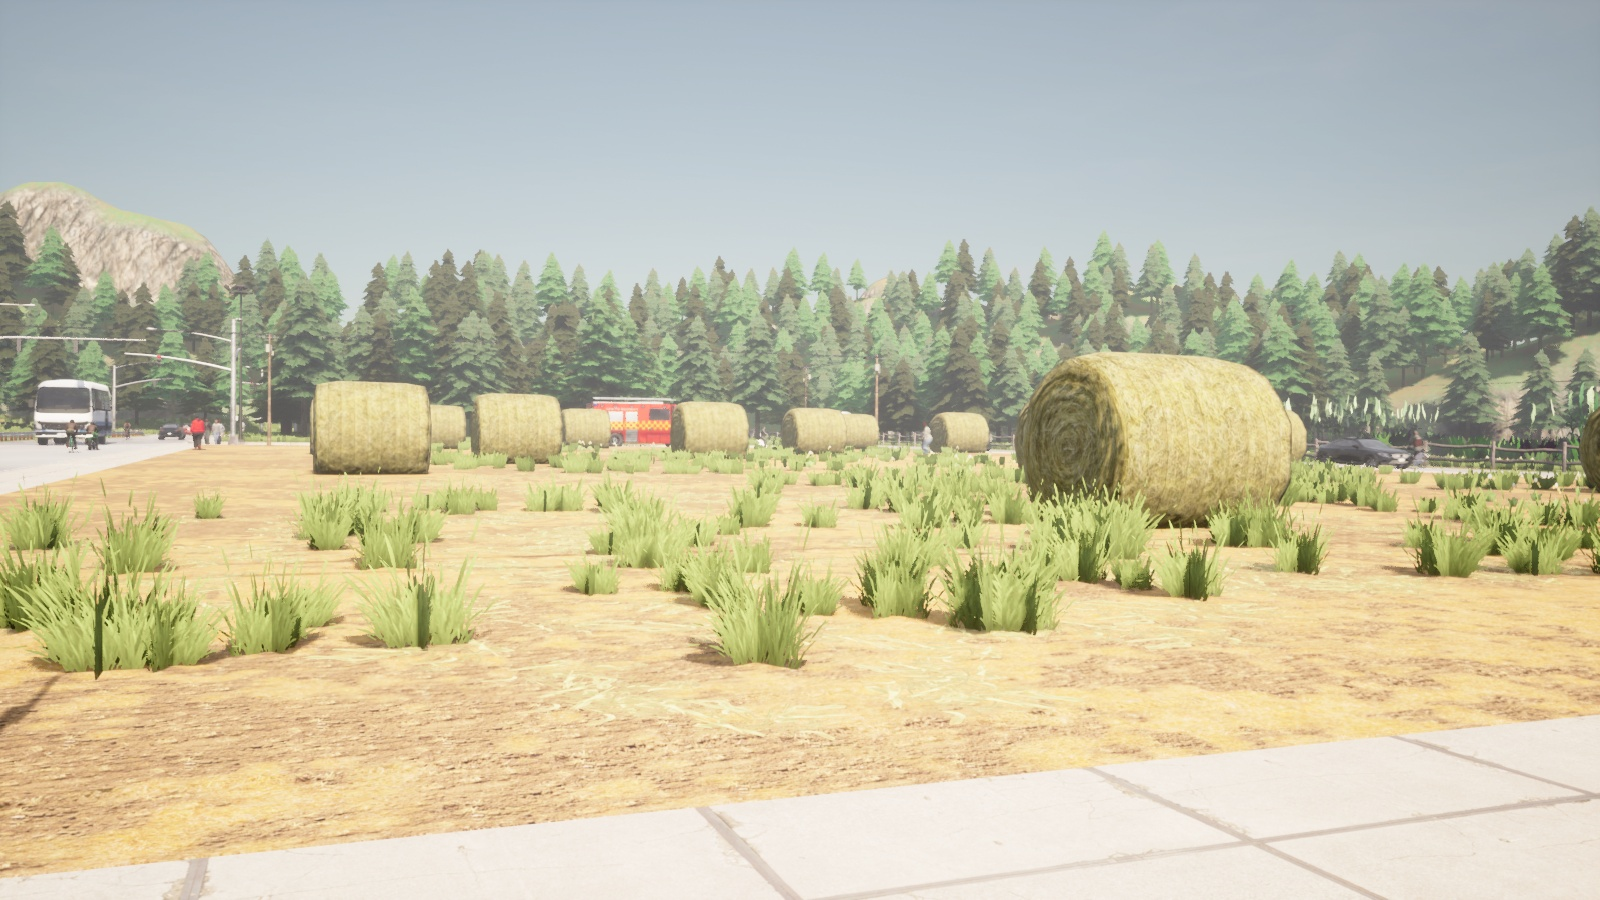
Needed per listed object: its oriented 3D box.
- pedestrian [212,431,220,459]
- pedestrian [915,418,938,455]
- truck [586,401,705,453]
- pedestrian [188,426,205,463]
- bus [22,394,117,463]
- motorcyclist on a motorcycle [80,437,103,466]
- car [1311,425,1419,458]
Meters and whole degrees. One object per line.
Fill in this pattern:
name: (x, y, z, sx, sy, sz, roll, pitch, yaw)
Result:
pedestrian: (-38.926, -0.352, 83.743, 0.354, 1.836, 0.706, -1, 1, -16)
pedestrian: (6.371, -0.681, 63.325, 0.900, 1.855, 0.874, 0, 1, 22)
truck: (-11.712, -1.791, 95.414, 8.468, 3.827, 2.891, -1, 1, -21)
pedestrian: (-30.342, -0.274, 63.151, 0.634, 1.844, 0.899, -1, 1, -34)
bus: (-48.148, -1.429, 83.163, 3.944, 4.253, 10.273, -1, 1, -22)
motorcyclist on a motorcycle: (-37.795, 0.065, 67.029, 0.797, 1.523, 2.044, -1, 1, -22)
car: (25.528, -0.409, 56.932, 1.812, 1.442, 4.674, -1, 1, -18)
